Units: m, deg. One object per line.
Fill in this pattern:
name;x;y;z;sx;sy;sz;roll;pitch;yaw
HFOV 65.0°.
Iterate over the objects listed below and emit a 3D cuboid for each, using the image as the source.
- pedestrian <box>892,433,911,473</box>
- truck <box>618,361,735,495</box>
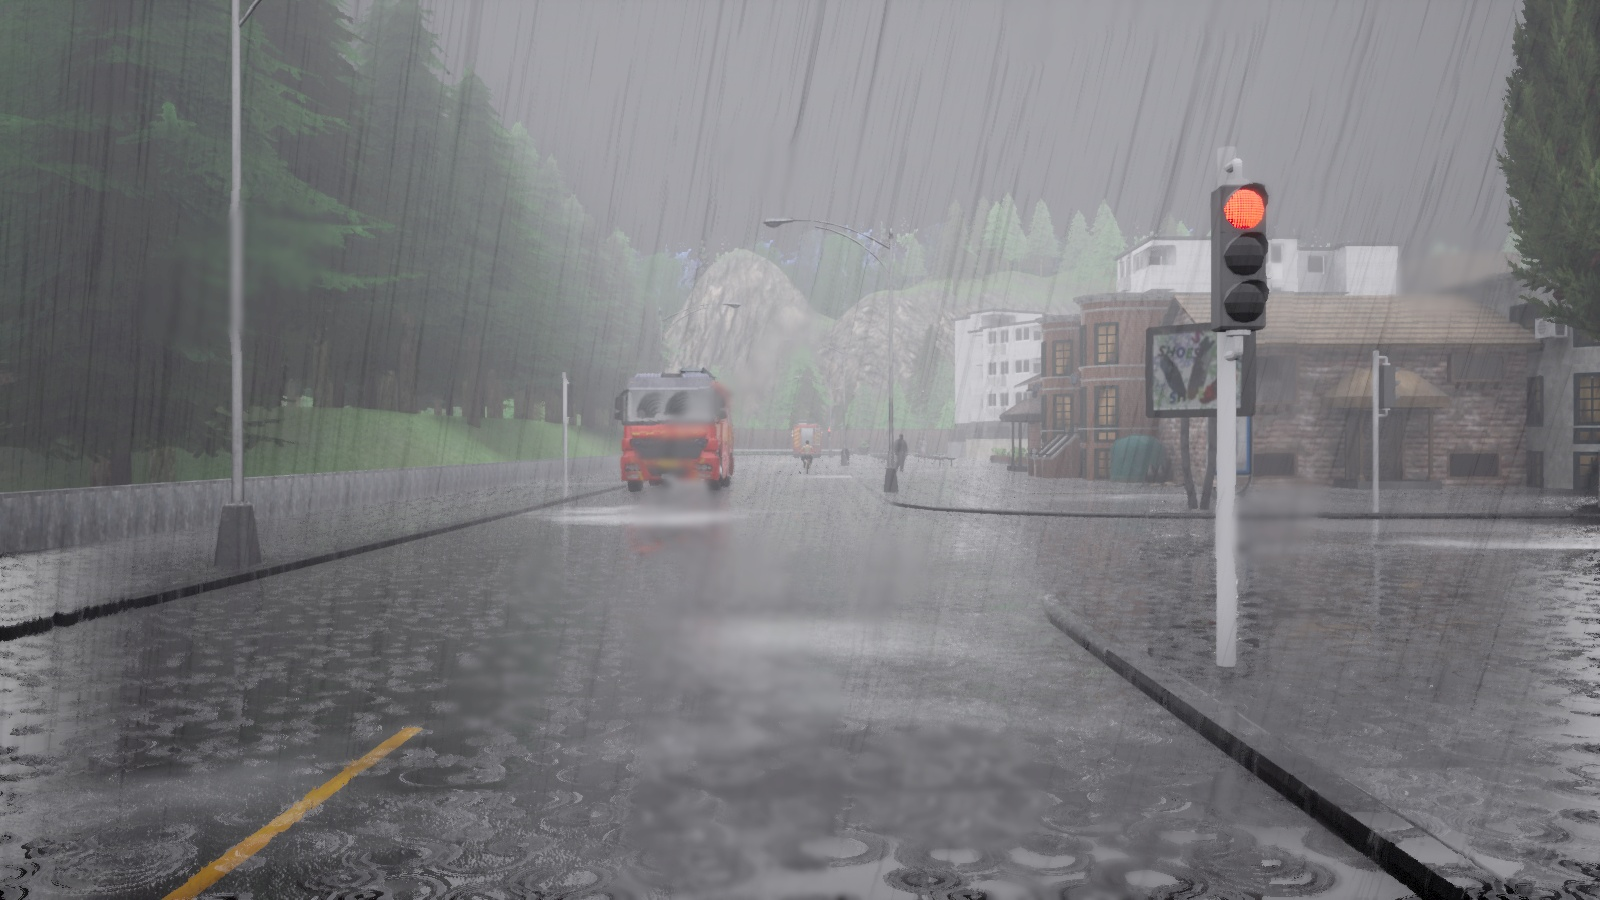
pedestrian;4.769;0.122;59.190;0.563;1.883;0.849;0;0;-22
truck;-3.760;-0.647;40.224;2.891;3.827;8.468;0;0;0
